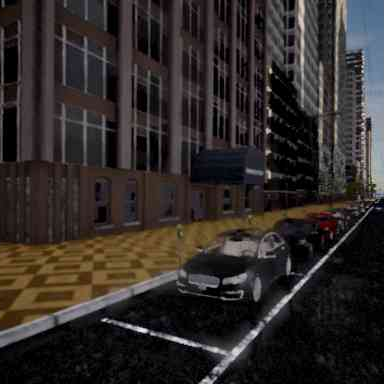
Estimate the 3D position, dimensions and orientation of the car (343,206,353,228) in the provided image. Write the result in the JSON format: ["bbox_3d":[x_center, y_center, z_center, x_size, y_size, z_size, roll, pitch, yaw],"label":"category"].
[{"bbox_3d":[9.742,1.890,23.138,2.008,1.369,4.403,0,-1,30],"label":"car"}]

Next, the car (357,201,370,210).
[{"bbox_3d":[32.300,2.439,62.613,1.967,1.590,4.097,0,-1,30],"label":"car"}]

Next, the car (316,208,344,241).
[{"bbox_3d":[6.924,1.801,18.203,1.887,1.381,4.507,0,-1,30],"label":"car"}]

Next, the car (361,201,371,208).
[{"bbox_3d":[37.854,2.687,72.333,1.752,1.417,4.829,0,-1,30],"label":"car"}]

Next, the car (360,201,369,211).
[{"bbox_3d":[23.840,2.303,47.809,2.008,1.369,4.403,0,-1,30],"label":"car"}]

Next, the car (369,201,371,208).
[{"bbox_3d":[29.479,2.499,57.677,1.802,1.307,4.206,0,-1,30],"label":"car"}]

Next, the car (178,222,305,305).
[{"bbox_3d":[1.284,1.642,8.334,2.008,1.369,4.403,0,-1,30],"label":"car"}]

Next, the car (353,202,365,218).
[{"bbox_3d":[18.201,2.138,37.940,2.008,1.369,4.403,0,-1,30],"label":"car"}]

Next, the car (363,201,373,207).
[{"bbox_3d":[43.577,2.893,82.349,1.947,1.339,4.313,0,-1,30],"label":"car"}]

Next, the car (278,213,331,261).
[{"bbox_3d":[4.104,1.739,13.269,1.947,1.339,4.313,0,-1,30],"label":"car"}]

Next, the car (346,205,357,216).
[{"bbox_3d":[12.562,2.004,28.071,1.802,1.307,4.206,0,-1,30],"label":"car"}]

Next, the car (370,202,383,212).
[{"bbox_3d":[29.412,2.394,52.120,1.812,1.442,4.674,1,-1,30],"label":"car"}]
